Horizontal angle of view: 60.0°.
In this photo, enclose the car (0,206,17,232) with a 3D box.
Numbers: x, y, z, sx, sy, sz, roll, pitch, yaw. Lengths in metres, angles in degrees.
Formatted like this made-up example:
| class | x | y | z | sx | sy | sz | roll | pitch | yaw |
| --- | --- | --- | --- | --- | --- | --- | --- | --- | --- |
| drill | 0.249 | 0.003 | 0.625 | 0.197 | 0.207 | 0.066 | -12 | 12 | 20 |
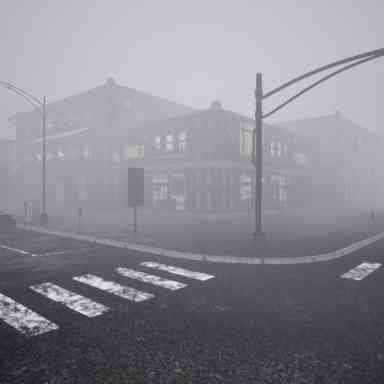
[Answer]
| class | x | y | z | sx | sy | sz | roll | pitch | yaw |
| --- | --- | --- | --- | --- | --- | --- | --- | --- | --- |
| car | -10.441 | 1.338 | 16.990 | 4.206 | 1.307 | 1.802 | 1 | 0 | 40 |
